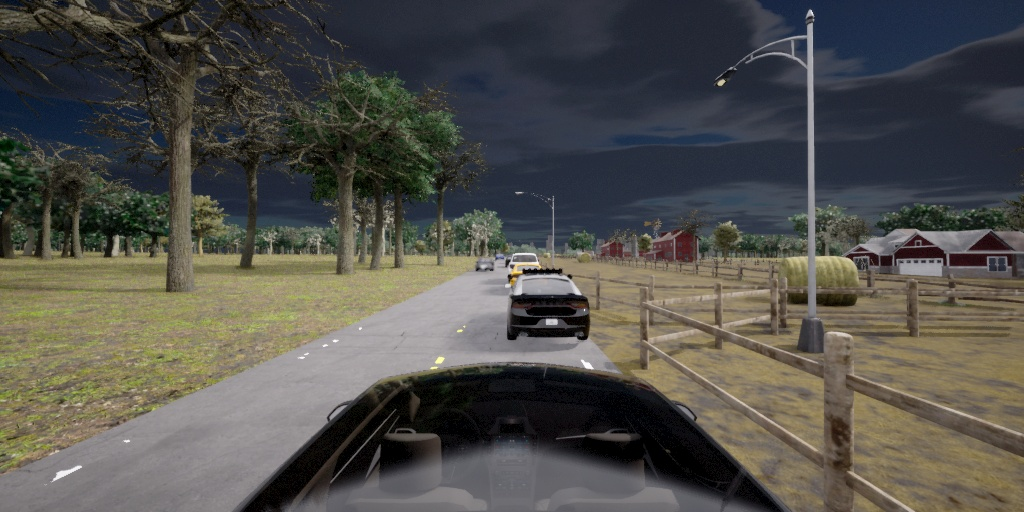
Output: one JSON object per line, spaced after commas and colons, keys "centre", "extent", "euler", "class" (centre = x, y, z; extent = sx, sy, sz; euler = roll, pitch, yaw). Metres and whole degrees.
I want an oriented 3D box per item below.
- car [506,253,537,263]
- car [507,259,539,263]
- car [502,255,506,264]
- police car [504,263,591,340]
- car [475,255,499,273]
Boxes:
{"centre": [0.829, 0.810, 25.952], "extent": [2.150, 2.045, 5.566], "euler": [0, 1, 0], "class": "car"}
{"centre": [0.828, 1.134, 19.921], "extent": [1.882, 1.535, 5.008], "euler": [0, 1, 0], "class": "car"}
{"centre": [0.048, 0.747, 49.291], "extent": [1.882, 1.535, 5.008], "euler": [0, 1, 1], "class": "car"}
{"centre": [0.826, 1.156, 10.030], "extent": [1.930, 1.638, 5.238], "euler": [0, 0, 0], "class": "police car"}
{"centre": [-2.845, 0.919, 38.099], "extent": [2.128, 1.511, 4.902], "euler": [0, 1, 0], "class": "car"}
